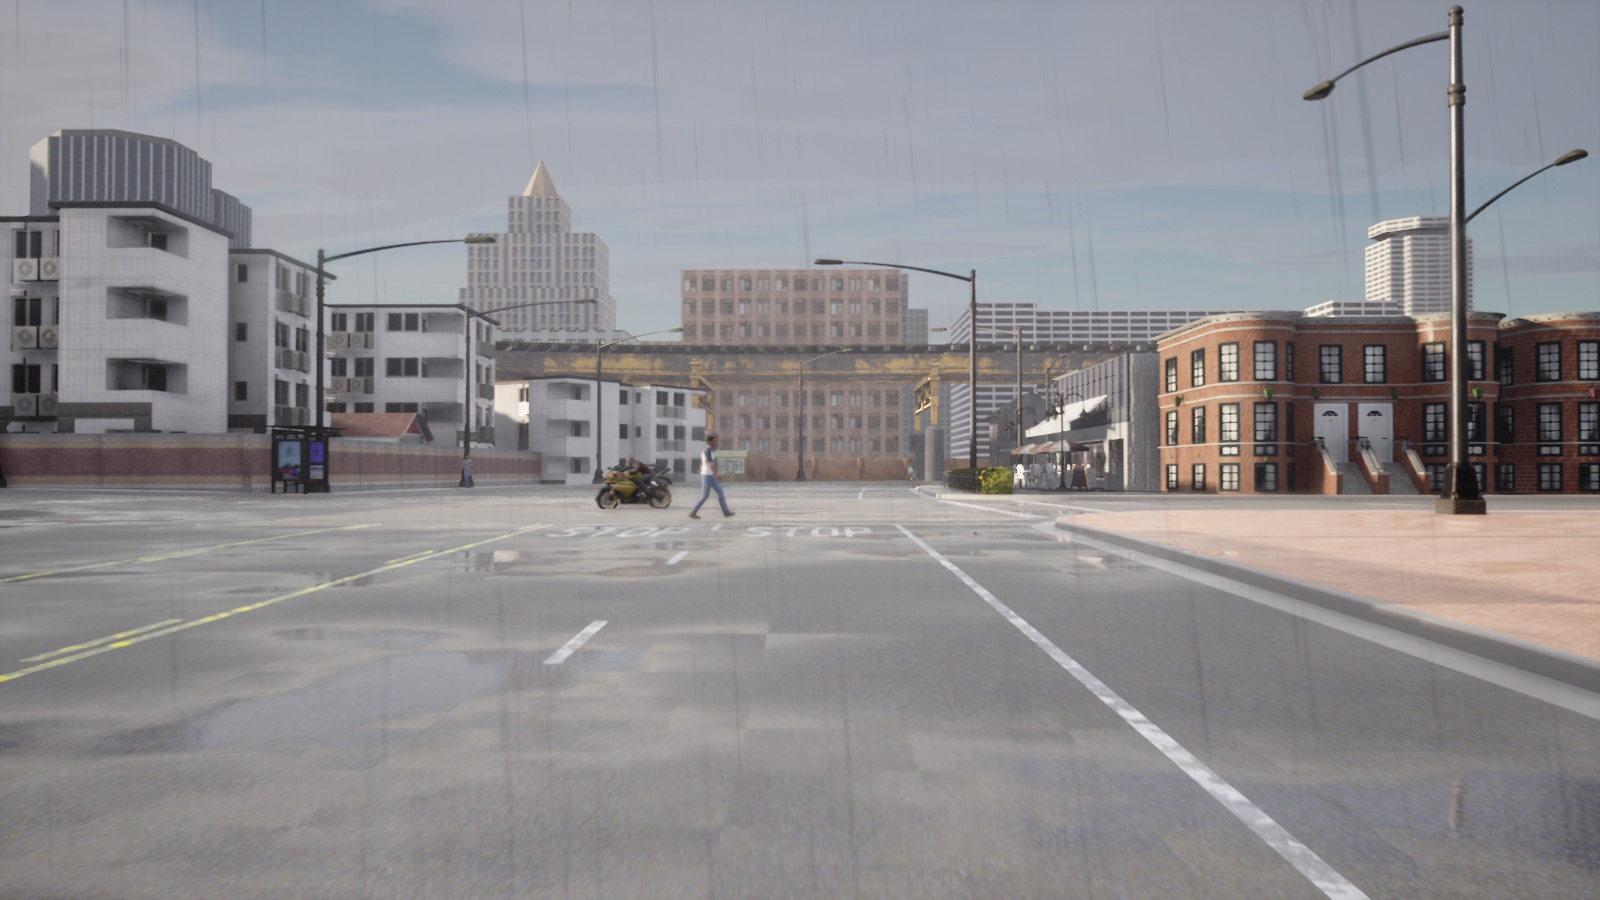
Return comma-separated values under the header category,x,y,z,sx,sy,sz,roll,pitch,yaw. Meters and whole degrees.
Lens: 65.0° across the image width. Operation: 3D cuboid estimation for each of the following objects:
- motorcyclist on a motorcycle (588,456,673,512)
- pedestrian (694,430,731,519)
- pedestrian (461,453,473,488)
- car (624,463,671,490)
category,x,y,z,sx,sy,sz,roll,pitch,yaw
motorcyclist on a motorcycle,-4.746,0.945,35.193,2.191,1.530,0.866,0,0,-26
pedestrian,-1.832,0.513,26.373,0.706,1.836,0.354,0,-1,6
pedestrian,-17.528,1.061,66.122,0.354,1.836,0.706,0,-1,4
car,-8.611,1.514,71.081,1.816,1.474,4.193,0,-1,5
